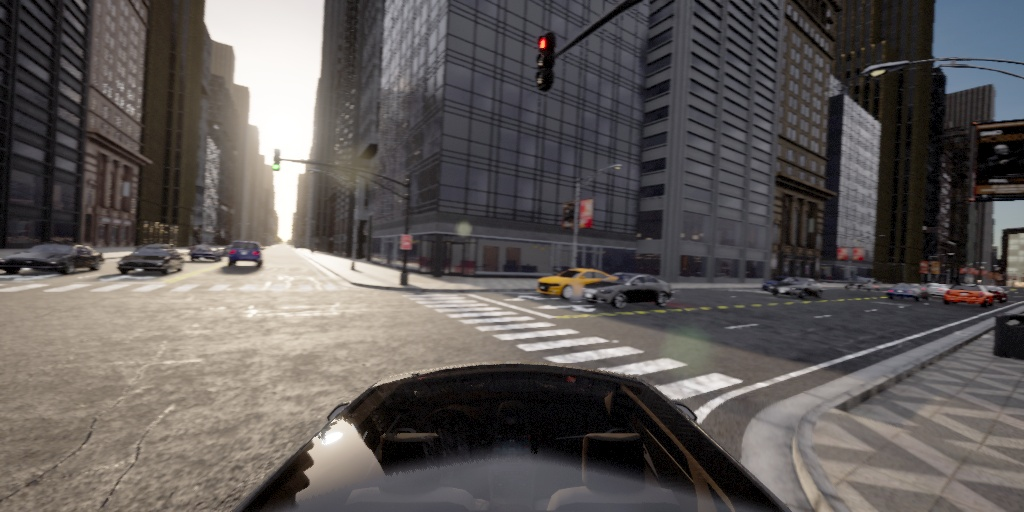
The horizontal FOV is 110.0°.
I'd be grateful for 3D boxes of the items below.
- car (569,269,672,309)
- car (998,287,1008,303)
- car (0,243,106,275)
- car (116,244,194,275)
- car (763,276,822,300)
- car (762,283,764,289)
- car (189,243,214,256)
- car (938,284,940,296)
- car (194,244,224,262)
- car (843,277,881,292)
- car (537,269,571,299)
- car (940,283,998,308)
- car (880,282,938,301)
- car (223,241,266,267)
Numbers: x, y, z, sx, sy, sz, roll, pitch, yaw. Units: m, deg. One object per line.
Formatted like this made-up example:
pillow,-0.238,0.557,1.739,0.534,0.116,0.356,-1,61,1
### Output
car,5.345,1.527,16.592,4.902,1.511,2.128,3,0,-32
car,46.786,3.707,35.150,5.008,1.535,1.882,3,0,-32
car,-22.292,0.102,17.696,2.033,1.411,5.357,3,0,-32
car,-20.027,0.225,20.193,2.033,1.411,5.357,3,0,-32
car,21.325,2.376,26.779,4.902,1.511,2.128,3,0,-32
car,24.871,2.601,32.879,4.674,1.442,1.812,3,0,-32
car,-40.736,-0.863,47.118,1.812,1.442,4.674,3,0,-32
car,44.286,3.625,37.422,4.674,1.442,1.812,3,0,-32
car,-28.240,-0.153,33.245,1.895,1.301,4.718,3,0,-32
car,34.391,2.732,34.995,5.357,1.411,2.033,3,0,-33
car,3.640,1.426,19.356,5.008,1.535,1.882,3,0,-32
car,36.213,3.023,28.397,4.553,1.767,2.097,3,0,-32
car,34.756,3.143,31.362,5.357,1.411,2.033,3,0,-30
car,-22.057,-0.203,29.885,2.150,2.045,5.566,3,0,-32
